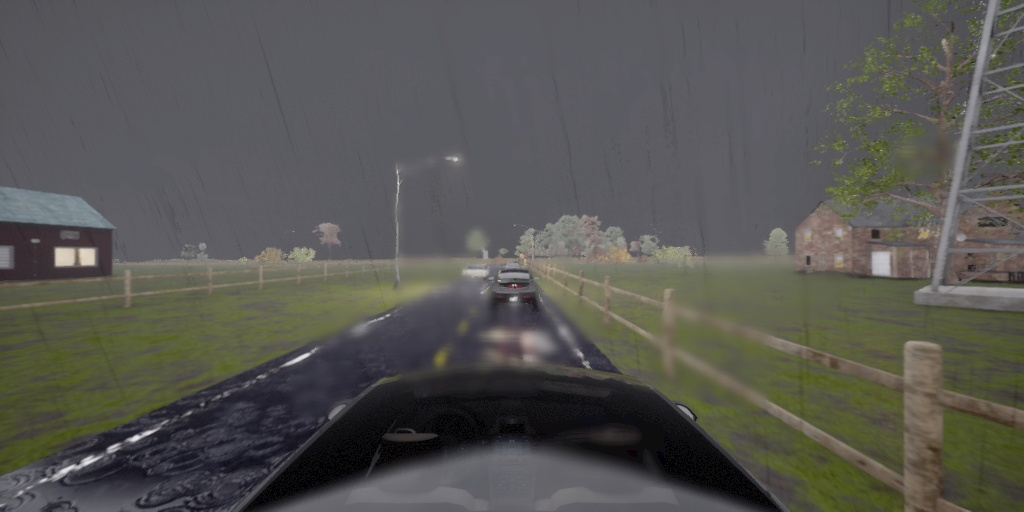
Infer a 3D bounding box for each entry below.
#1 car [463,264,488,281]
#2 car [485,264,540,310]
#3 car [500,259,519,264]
[{"bbox_3d":[-2.859,1.344,29.533,1.895,1.301,4.718,0,0,0],"label":"car"},{"bbox_3d":[0.098,1.253,14.647,1.837,1.490,4.892,0,0,0],"label":"car"},{"bbox_3d":[0.087,1.288,36.502,2.033,1.411,5.357,0,0,0],"label":"car"}]
